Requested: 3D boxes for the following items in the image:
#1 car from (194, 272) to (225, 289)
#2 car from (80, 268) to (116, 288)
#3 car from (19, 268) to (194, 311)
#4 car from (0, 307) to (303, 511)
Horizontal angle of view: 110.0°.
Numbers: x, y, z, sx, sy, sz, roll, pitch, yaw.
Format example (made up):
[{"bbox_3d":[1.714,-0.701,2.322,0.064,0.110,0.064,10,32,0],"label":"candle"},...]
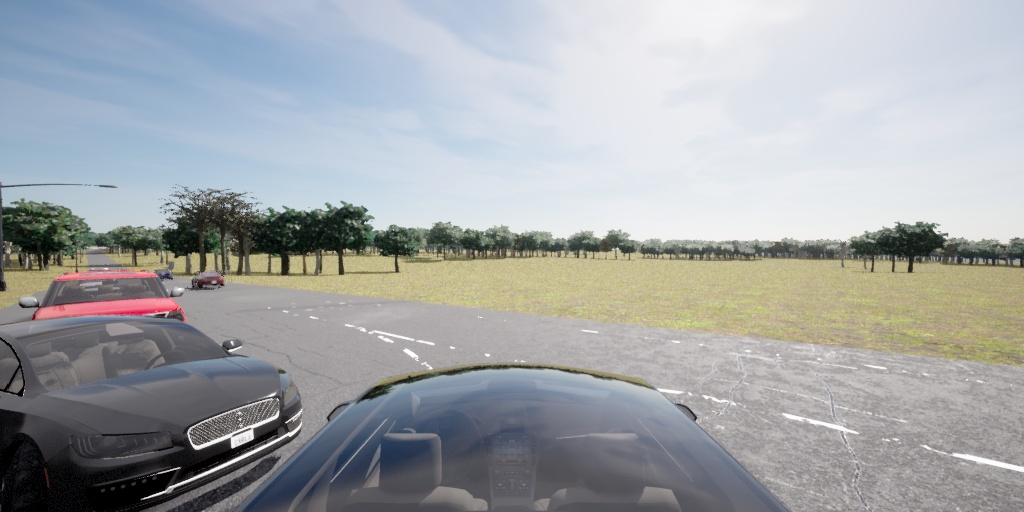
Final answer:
[{"bbox_3d":[-28.514,2.219,33.648,4.674,1.442,1.812,-2,0,40],"label":"car"},{"bbox_3d":[-45.821,2.379,39.812,2.150,2.045,5.566,-1,0,-45],"label":"car"},{"bbox_3d":[-9.578,1.386,8.536,5.566,2.045,2.150,-2,0,40],"label":"car"},{"bbox_3d":[-4.608,1.445,3.954,4.892,1.490,1.837,-3,-3,20],"label":"car"}]
